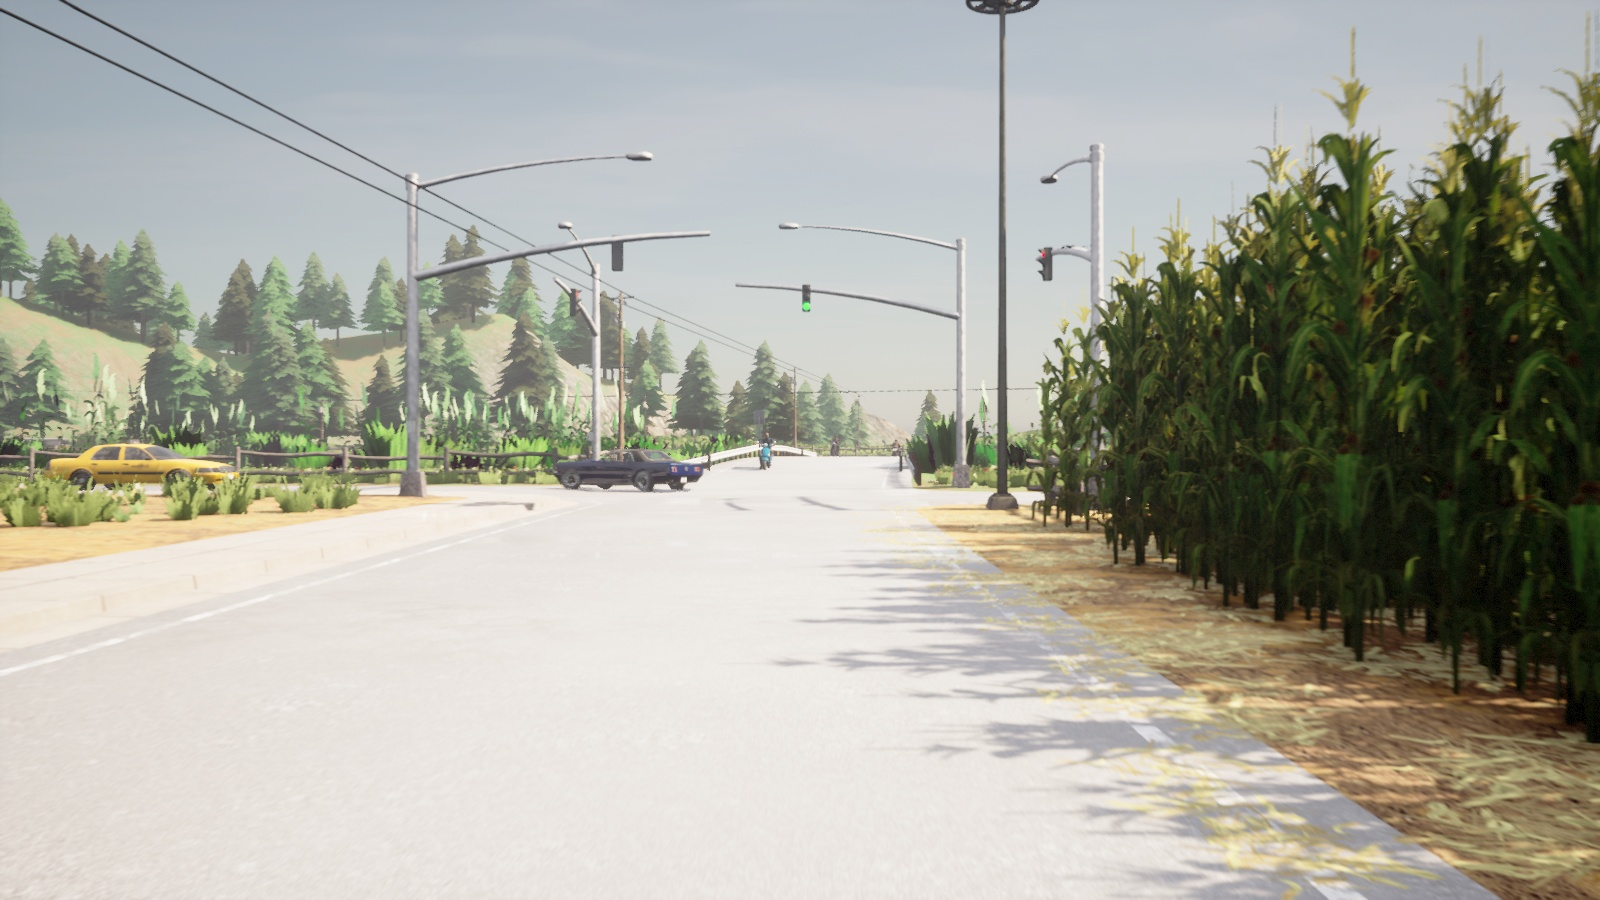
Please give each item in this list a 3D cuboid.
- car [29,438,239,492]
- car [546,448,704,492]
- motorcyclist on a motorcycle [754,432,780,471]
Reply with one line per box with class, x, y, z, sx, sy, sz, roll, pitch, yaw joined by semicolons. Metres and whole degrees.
car;-19.767;0.424;37.371;5.366;1.575;1.801;0;0;3
car;-5.536;0.619;39.524;4.718;1.301;1.895;0;-1;30
motorcyclist on a motorcycle;-1.420;0.038;53.876;0.866;1.590;1.817;0;3;6
